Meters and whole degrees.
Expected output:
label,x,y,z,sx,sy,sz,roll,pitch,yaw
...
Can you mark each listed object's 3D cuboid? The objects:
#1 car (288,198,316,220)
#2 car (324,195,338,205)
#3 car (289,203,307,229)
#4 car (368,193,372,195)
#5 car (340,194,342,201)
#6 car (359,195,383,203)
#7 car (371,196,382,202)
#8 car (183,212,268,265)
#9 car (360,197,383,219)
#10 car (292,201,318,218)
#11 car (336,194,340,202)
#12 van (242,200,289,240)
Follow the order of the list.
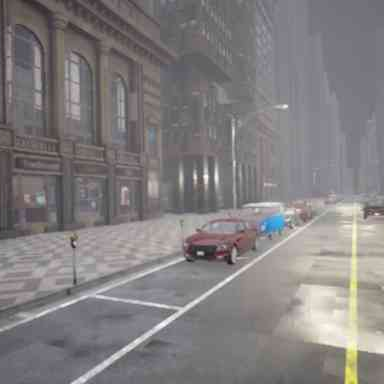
label,x,y,z,sx,sy,sz,roll,pitch,yaw
car,8.662,1.444,27.496,2.192,1.841,5.009,-2,-1,26
car,25.987,1.739,62.803,1.802,1.307,4.206,-2,-1,26
car,6.193,1.677,22.449,2.008,1.369,4.403,-2,-1,26
car,38.588,1.253,69.156,2.192,1.841,5.009,-2,-1,26
car,33.409,1.718,77.936,1.887,1.381,4.507,-2,-1,26
car,20.288,1.471,38.018,2.128,1.511,4.902,-2,-1,27
car,41.068,1.510,74.198,1.947,1.339,4.313,-2,-1,26
car,1.245,1.667,12.360,1.887,1.381,4.507,-2,-1,26
car,15.481,1.478,28.139,1.837,1.490,4.892,-2,-1,26
car,11.066,1.656,32.385,1.752,1.417,4.829,-2,-1,26
car,28.461,1.728,67.847,1.947,1.339,4.313,-2,-1,26
van,3.714,1.465,17.407,1.690,1.788,3.998,-2,-1,26
